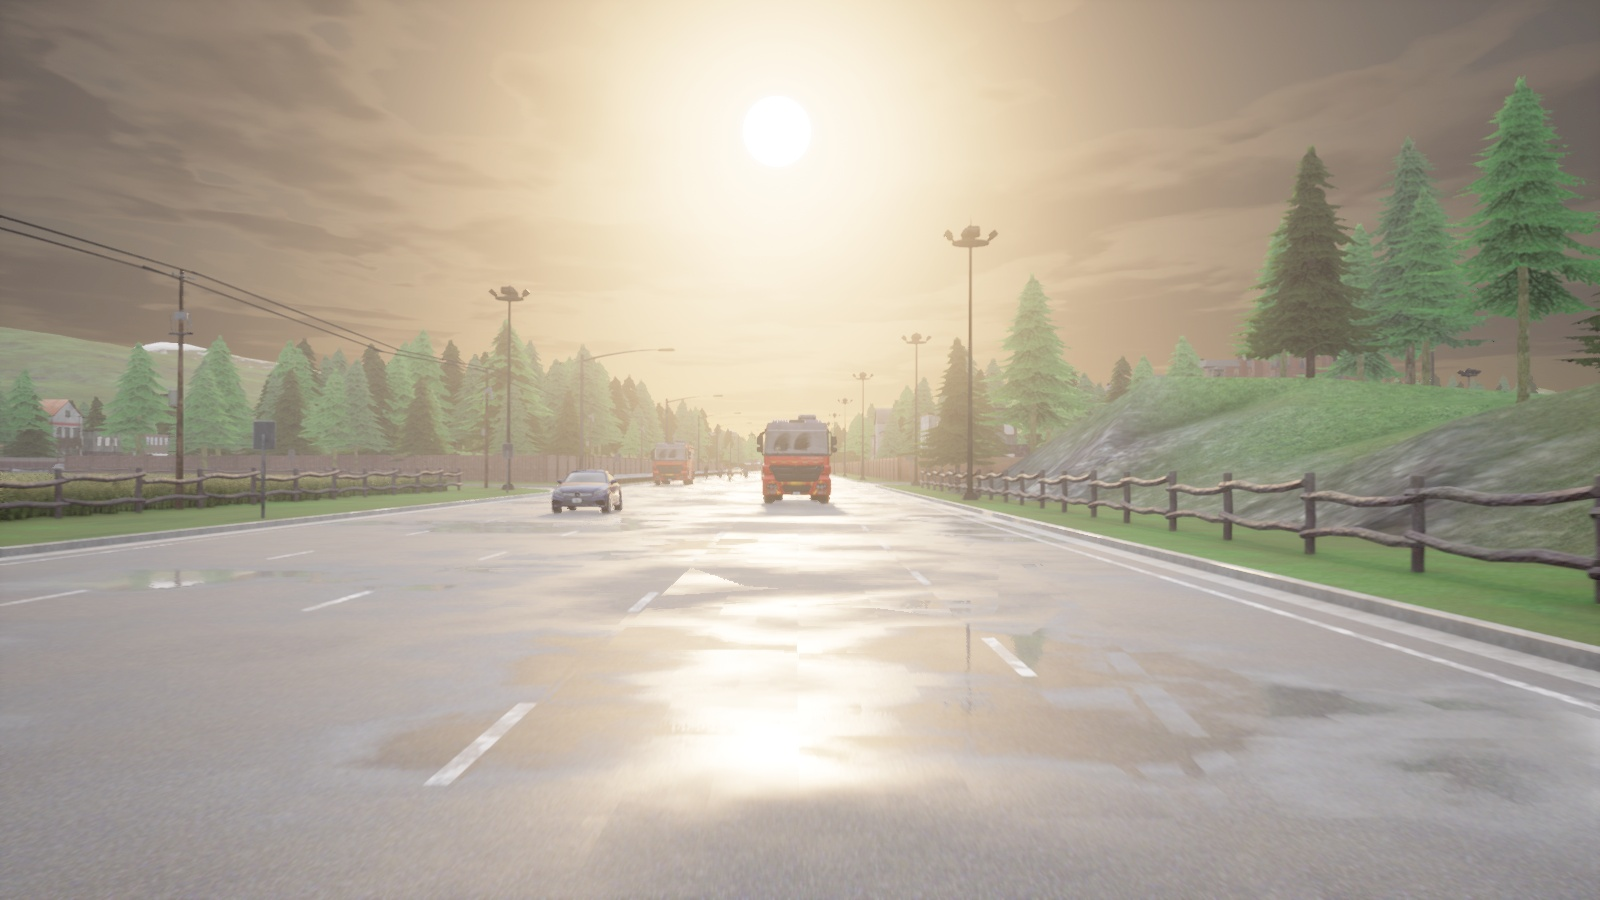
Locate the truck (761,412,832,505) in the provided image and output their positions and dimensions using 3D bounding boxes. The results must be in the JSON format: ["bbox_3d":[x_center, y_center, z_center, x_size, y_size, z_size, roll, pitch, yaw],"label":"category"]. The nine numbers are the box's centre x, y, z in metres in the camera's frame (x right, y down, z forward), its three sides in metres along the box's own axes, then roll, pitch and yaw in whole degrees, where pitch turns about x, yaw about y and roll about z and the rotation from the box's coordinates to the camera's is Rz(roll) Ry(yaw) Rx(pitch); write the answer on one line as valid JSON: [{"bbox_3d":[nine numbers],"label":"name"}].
[{"bbox_3d":[-0.137,0.413,55.719,2.891,3.827,8.468,0,-1,0],"label":"truck"}]

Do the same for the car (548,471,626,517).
[{"bbox_3d":[-7.101,1.446,42.287,1.812,1.442,4.674,0,-1,0],"label":"car"}]
